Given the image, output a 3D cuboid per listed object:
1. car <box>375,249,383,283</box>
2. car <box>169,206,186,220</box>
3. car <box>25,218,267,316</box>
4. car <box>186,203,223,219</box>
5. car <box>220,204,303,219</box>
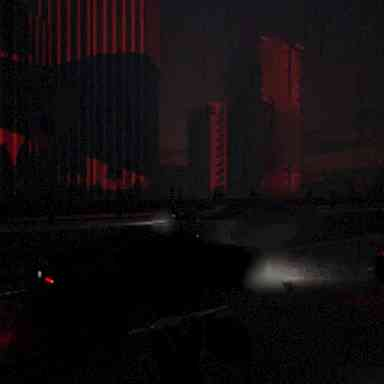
[{"bbox_3d":[6.443,1.568,8.343,4.181,1.385,1.994,0,0,-36],"label":"car"},{"bbox_3d":[0.283,1.570,25.690,4.181,1.385,1.994,0,0,-35],"label":"car"},{"bbox_3d":[-0.738,1.549,7.520,5.357,1.411,2.033,0,0,-35],"label":"car"},{"bbox_3d":[2.220,1.532,22.773,4.674,1.442,1.812,0,0,-35],"label":"car"},{"bbox_3d":[4.579,1.554,20.157,5.357,1.411,2.033,0,0,-36],"label":"car"}]
